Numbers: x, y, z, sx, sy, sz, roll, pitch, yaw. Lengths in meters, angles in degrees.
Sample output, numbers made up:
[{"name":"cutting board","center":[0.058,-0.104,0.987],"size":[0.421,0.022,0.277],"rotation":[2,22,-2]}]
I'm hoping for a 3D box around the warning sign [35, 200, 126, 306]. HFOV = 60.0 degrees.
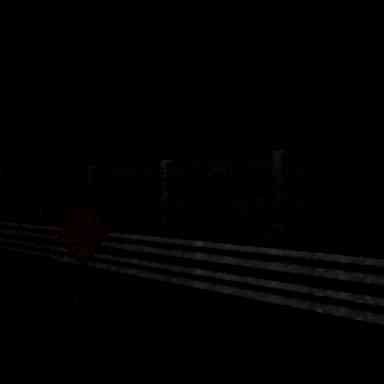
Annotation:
[{"name":"warning sign","center":[-2.263,1.143,6.843],"size":[1.060,1.860,1.300],"rotation":[3,-1,36]}]
